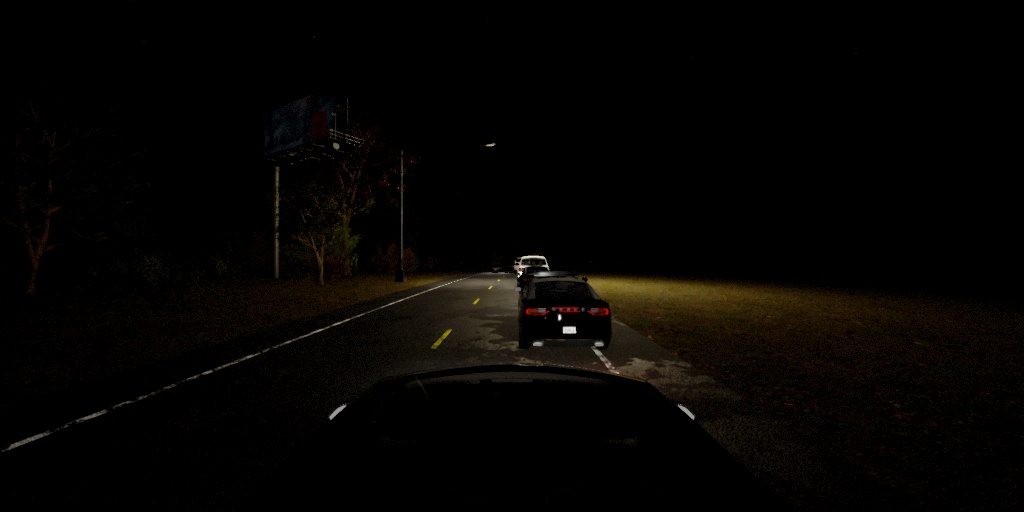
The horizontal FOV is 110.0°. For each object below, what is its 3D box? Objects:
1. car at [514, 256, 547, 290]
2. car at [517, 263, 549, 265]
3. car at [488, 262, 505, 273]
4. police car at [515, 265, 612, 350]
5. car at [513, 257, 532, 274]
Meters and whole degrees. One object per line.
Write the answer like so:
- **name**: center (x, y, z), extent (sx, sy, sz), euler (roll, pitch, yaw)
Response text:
- **car**: center (1.461, 1.041, 25.140), extent (2.150, 2.045, 5.566), euler (0, 0, 2)
- **car**: center (1.288, 1.294, 19.131), extent (1.837, 1.490, 4.892), euler (0, 0, 1)
- **car**: center (-1.979, 1.517, 48.238), extent (1.812, 1.442, 4.674), euler (0, -1, 4)
- **police car**: center (1.104, 1.183, 9.275), extent (1.930, 1.638, 5.238), euler (0, 0, 1)
- **car**: center (1.423, 1.197, 46.485), extent (2.150, 2.045, 5.566), euler (0, 0, 4)
